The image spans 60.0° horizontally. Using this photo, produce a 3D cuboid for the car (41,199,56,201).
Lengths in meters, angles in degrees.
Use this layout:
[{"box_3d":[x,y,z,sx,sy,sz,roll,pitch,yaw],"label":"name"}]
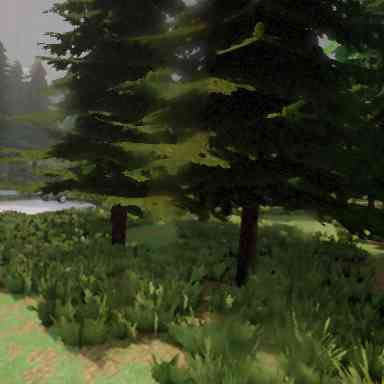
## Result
[{"box_3d":[-9.901,0.053,26.720,1.837,1.490,4.892,5,3,24],"label":"car"}]
